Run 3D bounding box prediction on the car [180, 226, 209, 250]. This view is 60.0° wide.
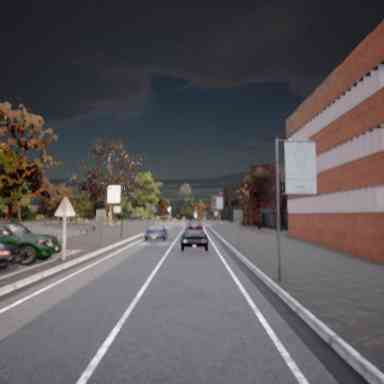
[{"bbox_3d":[0.173,3.381,23.952,1.895,1.301,4.718,0,-4,0],"label":"car"}]

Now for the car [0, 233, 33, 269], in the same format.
[{"bbox_3d":[-9.527,2.599,13.797,4.674,1.452,2.002,0,-4,0],"label":"car"}]

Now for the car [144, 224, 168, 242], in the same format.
[{"bbox_3d":[-3.232,3.741,30.744,1.812,1.442,4.674,0,-4,0],"label":"car"}]

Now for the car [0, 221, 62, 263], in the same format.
[{"bbox_3d":[-9.520,2.486,16.635,5.566,2.045,2.435,0,-4,0],"label":"car"}]

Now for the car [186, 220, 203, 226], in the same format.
[{"bbox_3d":[0.296,4.214,41.238,2.097,1.767,4.553,0,-4,1],"label":"car"}]
